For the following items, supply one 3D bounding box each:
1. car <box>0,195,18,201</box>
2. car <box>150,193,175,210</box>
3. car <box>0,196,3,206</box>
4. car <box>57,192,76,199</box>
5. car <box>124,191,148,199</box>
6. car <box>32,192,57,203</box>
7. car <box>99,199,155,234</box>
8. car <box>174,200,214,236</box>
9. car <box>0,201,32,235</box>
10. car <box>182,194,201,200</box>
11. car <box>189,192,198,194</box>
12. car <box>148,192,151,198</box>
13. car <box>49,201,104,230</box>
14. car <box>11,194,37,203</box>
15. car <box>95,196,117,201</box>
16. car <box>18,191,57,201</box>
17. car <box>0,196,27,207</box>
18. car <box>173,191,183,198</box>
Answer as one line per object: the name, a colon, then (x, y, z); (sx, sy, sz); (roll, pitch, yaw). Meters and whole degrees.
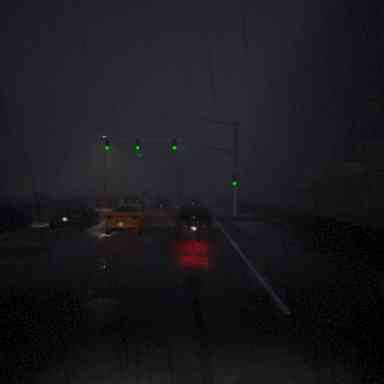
car: (-21.002, 1.118, 35.218); (2.097, 1.767, 4.553); (0, 1, 0)
car: (-3.369, 1.240, 38.799); (1.837, 1.490, 4.892); (0, 1, 0)
car: (-27.929, 1.227, 45.286); (1.994, 1.385, 4.181); (0, 1, 0)
car: (-20.853, 0.867, 55.293); (2.097, 1.767, 4.553); (0, 1, 0)
car: (-6.867, 1.084, 39.031); (2.097, 1.767, 4.553); (0, 1, 0)
car: (-24.354, 0.868, 55.157); (2.097, 1.767, 4.553); (0, 1, 0)
car: (-3.404, 1.377, 18.436); (1.882, 1.535, 5.008); (0, 0, 0)
car: (0.097, 1.409, 17.705); (1.837, 1.490, 4.892); (0, 0, 0)
car: (-10.417, 1.426, 17.875); (1.812, 1.442, 4.674); (0, 0, 0)
car: (0.141, 1.285, 40.291); (1.994, 1.385, 4.181); (0, 1, 0)
car: (0.292, 0.683, 74.419); (1.994, 1.385, 4.181); (0, 1, 0)
car: (-10.211, 0.614, 74.085); (1.882, 1.535, 5.008); (0, 1, 0)
car: (-6.905, 1.454, 20.063); (1.994, 1.385, 4.181); (0, 0, 0)
car: (-27.853, 1.113, 55.376); (1.895, 1.301, 4.718); (0, 1, 0)
car: (-10.358, 1.193, 40.671); (1.882, 1.535, 5.008); (0, 1, 0)
car: (-20.930, 0.887, 45.100); (2.150, 2.045, 5.566); (0, 1, 0)
car: (-24.431, 1.230, 45.095); (1.994, 1.385, 4.181); (0, 1, 0)
car: (-3.208, 0.485, 74.411); (2.097, 1.767, 4.553); (0, 1, 0)
